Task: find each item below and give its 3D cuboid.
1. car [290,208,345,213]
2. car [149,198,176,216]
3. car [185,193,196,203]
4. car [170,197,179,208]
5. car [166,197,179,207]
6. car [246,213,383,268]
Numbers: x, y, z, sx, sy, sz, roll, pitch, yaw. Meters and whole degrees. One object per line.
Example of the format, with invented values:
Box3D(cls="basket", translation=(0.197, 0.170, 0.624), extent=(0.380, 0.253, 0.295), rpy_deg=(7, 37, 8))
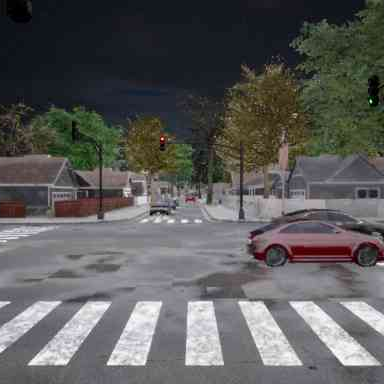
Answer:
Box3D(cls="car", translation=(5.701, 1.462, 13.887), extent=(4.892, 1.490, 1.837), rpy_deg=(0, 0, 0))
Box3D(cls="car", translation=(-3.028, 1.568, 32.957), extent=(2.033, 1.411, 5.357), rpy_deg=(0, 0, 0))
Box3D(cls="car", translation=(-0.305, 1.300, 73.590), extent=(2.150, 2.045, 5.566), rpy_deg=(0, 0, 0))
Box3D(cls="car", translation=(-3.008, 1.595, 42.846), extent=(1.994, 1.385, 4.181), rpy_deg=(0, 0, 0))
Box3D(cls="car", translation=(-3.027, 1.569, 53.096), extent=(1.812, 1.442, 4.674), rpy_deg=(0, 0, 0))
Box3D(cls="car", translation=(3.844, 1.533, 10.639), extent=(4.181, 1.385, 1.994), rpy_deg=(0, 0, 0))
